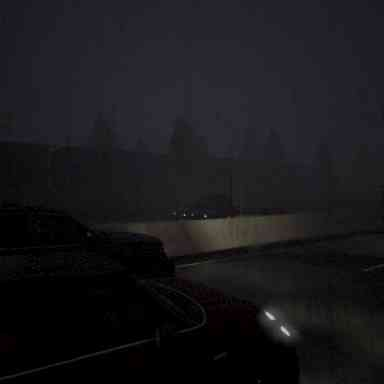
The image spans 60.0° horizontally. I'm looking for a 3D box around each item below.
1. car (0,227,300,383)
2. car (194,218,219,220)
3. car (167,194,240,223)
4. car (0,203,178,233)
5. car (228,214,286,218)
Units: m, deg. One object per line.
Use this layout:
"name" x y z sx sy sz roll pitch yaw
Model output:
"car" -1.111 1.351 2.955 4.553 1.767 2.097 0 0 -36
"car" 2.173 1.599 22.740 4.718 1.301 1.895 0 0 -35
"car" 0.988 1.219 26.194 5.566 2.045 2.150 0 0 -35
"car" -3.005 1.221 5.903 5.566 2.045 2.150 0 0 -36
"car" 4.286 1.599 19.948 4.718 1.301 1.895 0 0 -35
